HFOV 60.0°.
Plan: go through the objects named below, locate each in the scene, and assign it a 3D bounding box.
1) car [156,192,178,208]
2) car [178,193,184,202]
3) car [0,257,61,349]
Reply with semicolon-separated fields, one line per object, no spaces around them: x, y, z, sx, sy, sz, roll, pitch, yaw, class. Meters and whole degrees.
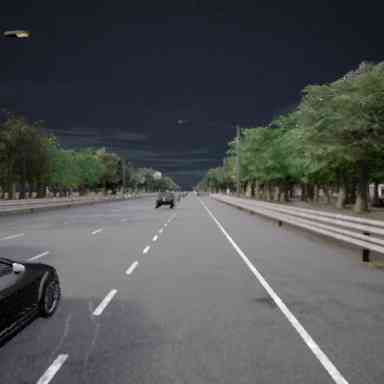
-3.403;1.046;43.519;2.150;2.045;5.566;0;0;0;car
-3.314;1.268;68.632;2.033;1.411;5.357;0;0;0;car
-3.498;1.544;4.707;1.994;1.385;4.181;0;0;0;car
